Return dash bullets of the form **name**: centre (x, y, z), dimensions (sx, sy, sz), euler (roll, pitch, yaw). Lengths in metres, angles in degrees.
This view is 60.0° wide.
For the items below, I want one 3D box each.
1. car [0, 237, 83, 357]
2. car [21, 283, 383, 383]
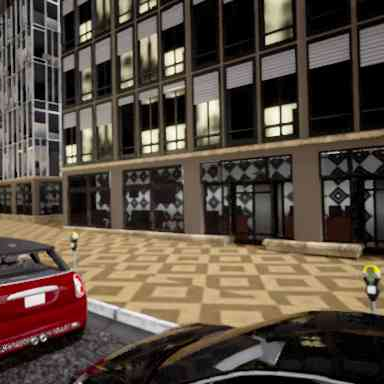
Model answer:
- **car**: centre (-3.637, 1.479, 5.611), dimensions (4.097, 1.590, 1.967), euler (0, -1, 37)
- **car**: centre (0.942, 1.569, 2.237), dimensions (4.313, 1.339, 1.947), euler (0, -1, 36)
